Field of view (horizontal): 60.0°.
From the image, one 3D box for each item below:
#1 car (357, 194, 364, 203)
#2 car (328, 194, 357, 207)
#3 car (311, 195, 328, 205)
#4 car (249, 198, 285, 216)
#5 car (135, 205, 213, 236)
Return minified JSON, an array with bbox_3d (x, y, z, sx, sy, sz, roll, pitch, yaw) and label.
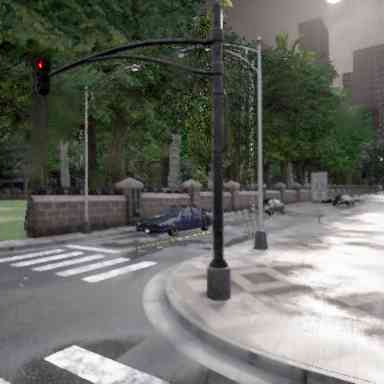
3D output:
[{"bbox_3d":[24.325,0.949,49.543,1.895,1.301,4.718,-1,0,34],"label":"car"},{"bbox_3d":[18.626,1.013,41.004,1.812,1.442,4.674,-1,0,36],"label":"car"},{"bbox_3d":[17.662,1.087,45.076,1.895,1.301,4.718,-1,0,34],"label":"car"},{"bbox_3d":[6.607,1.268,28.892,1.812,1.442,4.674,-1,0,34],"label":"car"},{"bbox_3d":[-0.667,1.448,18.147,2.033,1.411,5.357,-1,0,34],"label":"car"}]
